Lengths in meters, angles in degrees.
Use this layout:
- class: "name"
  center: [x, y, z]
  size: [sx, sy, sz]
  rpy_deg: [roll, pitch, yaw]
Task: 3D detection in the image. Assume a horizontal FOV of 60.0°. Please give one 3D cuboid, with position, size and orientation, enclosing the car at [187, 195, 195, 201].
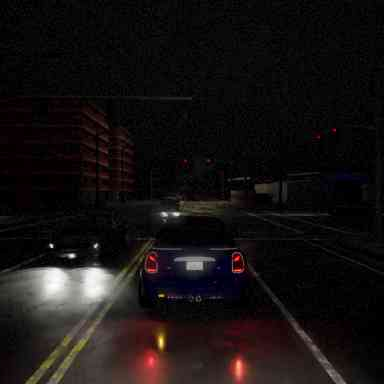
- class: "car"
  center: [-0.188, 1.500, 81.285]
  size: [1.837, 1.490, 4.892]
  rpy_deg: [0, 0, 0]

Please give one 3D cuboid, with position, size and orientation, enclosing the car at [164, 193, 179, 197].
- class: "car"
  center: [-3.719, 1.222, 54.715]
  size: [2.150, 2.045, 5.566]
  rpy_deg: [0, 0, 0]

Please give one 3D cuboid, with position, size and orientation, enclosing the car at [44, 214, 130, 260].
- class: "car"
  center: [-3.628, 1.547, 12.705]
  size: [2.033, 1.411, 5.357]
  rpy_deg: [0, 0, 0]

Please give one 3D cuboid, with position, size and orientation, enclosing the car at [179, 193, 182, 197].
- class: "car"
  center: [-3.660, 1.546, 69.459]
  size: [2.033, 1.411, 5.357]
  rpy_deg: [0, 0, 0]

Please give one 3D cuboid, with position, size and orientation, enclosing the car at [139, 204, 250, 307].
- class: "car"
  center: [0.056, 1.352, 8.117]
  size: [2.097, 1.767, 4.553]
  rpy_deg: [0, 0, 0]

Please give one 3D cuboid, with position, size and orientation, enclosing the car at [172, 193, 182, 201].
- class: "car"
  center: [-3.693, 1.225, 83.402]
  size: [2.150, 2.045, 5.566]
  rpy_deg: [0, 0, 0]

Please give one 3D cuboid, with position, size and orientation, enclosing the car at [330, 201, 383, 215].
- class: "car"
  center: [16.391, 1.601, 33.204]
  size: [4.718, 1.301, 1.895]
  rpy_deg: [0, 0, 0]

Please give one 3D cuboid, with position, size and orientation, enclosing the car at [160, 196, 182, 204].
- class: "car"
  center: [-2.651, 1.519, 37.928]
  size: [2.033, 1.411, 5.357]
  rpy_deg: [0, 0, -10]
